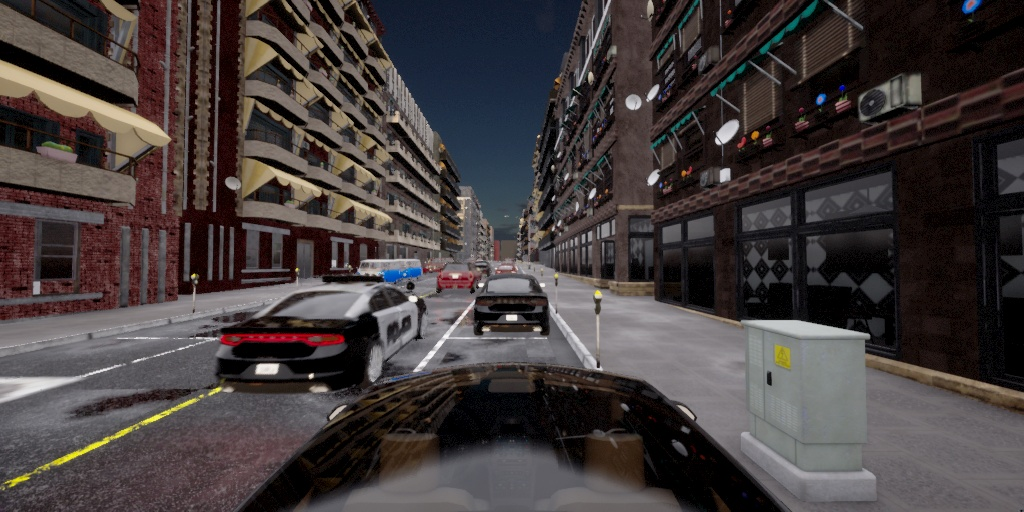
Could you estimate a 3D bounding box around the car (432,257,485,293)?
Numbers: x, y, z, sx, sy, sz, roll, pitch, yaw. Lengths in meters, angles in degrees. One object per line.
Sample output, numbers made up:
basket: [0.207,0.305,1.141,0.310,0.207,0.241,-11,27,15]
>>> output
car: [-2.975,1.116,21.063,2.097,1.767,4.553,0,0,1]

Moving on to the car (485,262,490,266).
car: [-2.974,1.299,36.144,1.837,1.490,4.892,0,0,1]

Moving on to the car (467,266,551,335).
car: [-0.006,1.233,10.503,1.882,1.535,5.008,0,0,0]

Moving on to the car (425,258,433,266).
car: [-8.335,1.115,39.194,2.192,1.841,5.009,0,0,0]

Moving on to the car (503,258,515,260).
car: [-0.445,1.240,39.134,1.967,1.591,4.097,0,0,0]

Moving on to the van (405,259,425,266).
van: [-8.335,1.118,28.134,1.690,1.789,3.998,0,0,0]

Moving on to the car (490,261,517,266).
car: [-0.452,1.322,28.072,1.888,1.381,4.507,0,0,0]

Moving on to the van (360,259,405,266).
van: [-8.335,1.108,22.603,1.690,1.789,3.998,0,0,0]

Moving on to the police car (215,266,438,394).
police car: [-3.020,1.178,7.009,1.930,1.638,5.238,0,0,0]
